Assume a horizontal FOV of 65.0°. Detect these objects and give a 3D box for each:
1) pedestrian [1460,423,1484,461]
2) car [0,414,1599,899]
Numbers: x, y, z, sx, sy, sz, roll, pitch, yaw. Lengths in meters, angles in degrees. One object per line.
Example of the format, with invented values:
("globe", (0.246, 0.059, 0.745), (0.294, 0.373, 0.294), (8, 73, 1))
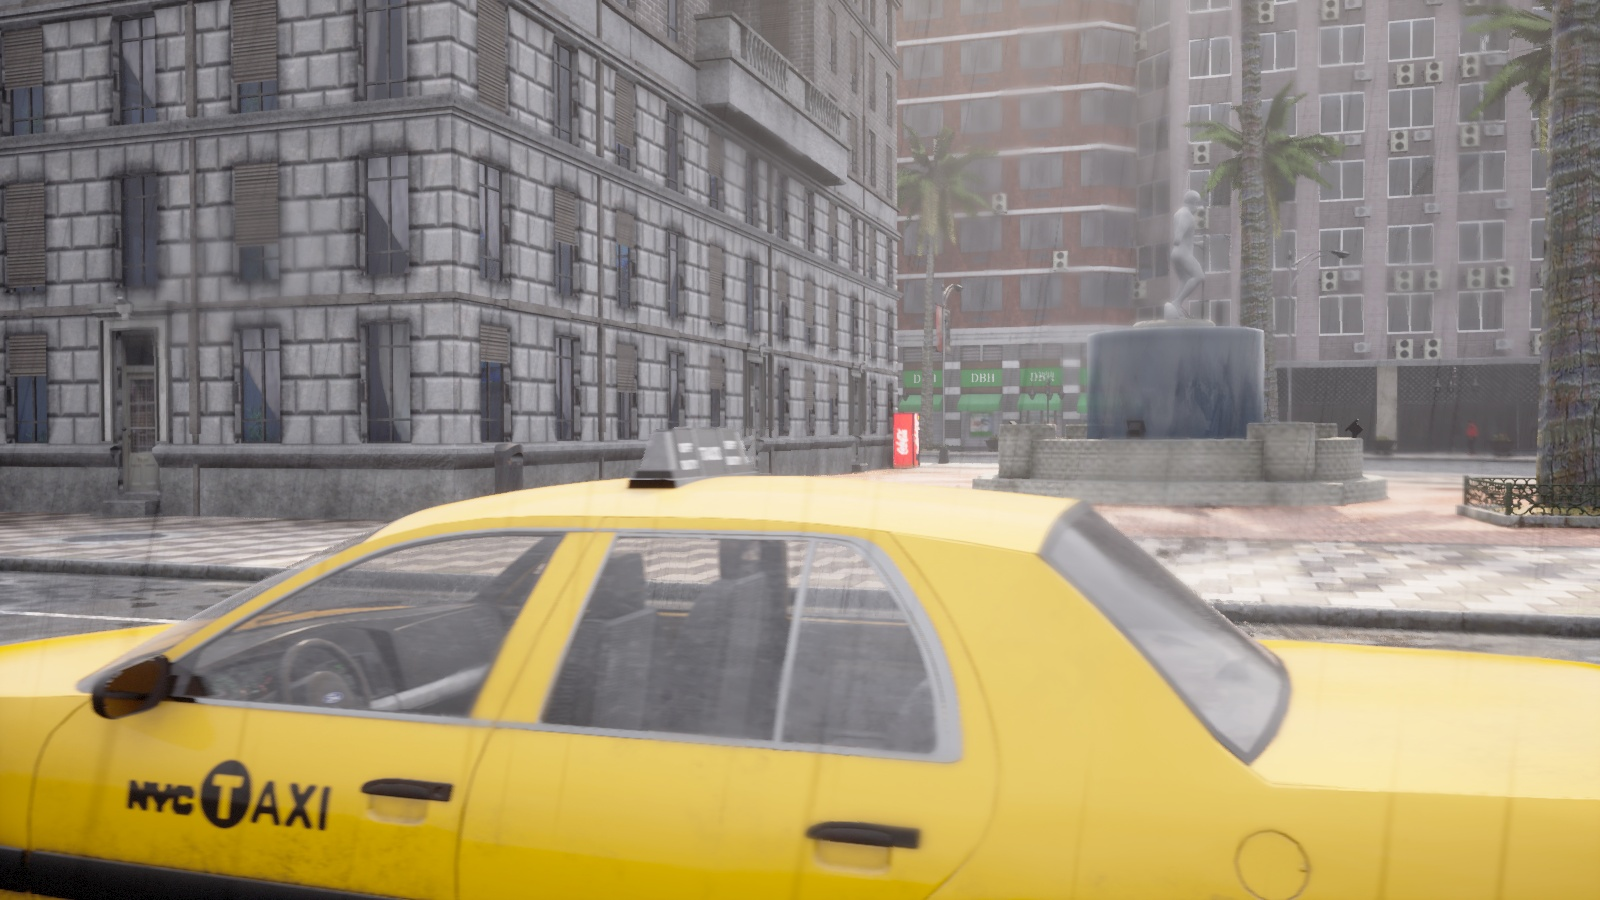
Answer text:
("pedestrian", (32.789, -0.375, 61.295), (0.899, 1.844, 0.634), (1, 1, 43))
("car", (-0.439, 0.710, 3.310), (5.366, 1.575, 1.801), (0, 1, 18))
